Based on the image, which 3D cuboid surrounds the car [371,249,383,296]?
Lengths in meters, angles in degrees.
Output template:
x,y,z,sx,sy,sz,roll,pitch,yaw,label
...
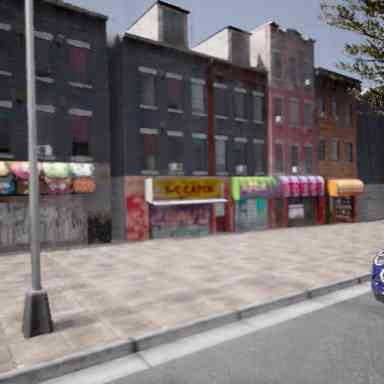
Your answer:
x,y,z,sx,sy,sz,roll,pitch,yaw,label
5.912,1.346,7.281,4.553,1.767,2.097,0,0,-35,car
